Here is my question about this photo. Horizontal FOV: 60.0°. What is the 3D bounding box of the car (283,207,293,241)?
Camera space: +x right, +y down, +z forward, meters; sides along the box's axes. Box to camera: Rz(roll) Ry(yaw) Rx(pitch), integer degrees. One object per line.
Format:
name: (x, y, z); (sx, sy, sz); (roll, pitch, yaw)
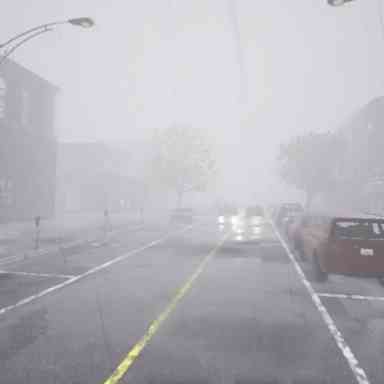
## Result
car: (5.556, 1.712, 15.498); (1.967, 1.590, 4.097); (2, -1, 11)

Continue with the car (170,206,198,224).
car: (-0.572, 1.860, 27.962); (1.947, 1.339, 4.313); (2, 0, 11)

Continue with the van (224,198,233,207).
van: (7.855, 2.249, 71.497); (1.690, 1.788, 3.998); (2, 0, 11)

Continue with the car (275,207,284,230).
car: (6.605, 1.901, 20.940); (2.008, 1.369, 4.403); (2, 0, 11)

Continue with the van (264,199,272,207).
van: (17.136, 2.460, 75.360); (1.690, 1.788, 3.998); (2, 0, 11)

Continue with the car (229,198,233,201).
car: (6.799, 2.272, 66.056); (1.967, 1.590, 4.097); (2, 0, 11)

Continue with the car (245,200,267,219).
car: (6.740, 1.988, 35.559); (1.882, 1.535, 5.008); (1, -1, 12)

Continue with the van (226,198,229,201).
van: (4.697, 2.021, 55.172); (1.690, 1.788, 3.998); (2, 0, 11)

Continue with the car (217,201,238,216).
car: (4.503, 2.118, 40.087); (1.895, 1.301, 4.718); (1, -1, 11)

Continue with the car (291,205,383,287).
car: (4.507, 1.509, 10.058); (2.192, 1.841, 5.009); (2, -1, 11)

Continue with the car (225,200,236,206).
car: (8.901, 2.534, 76.938); (2.008, 1.369, 4.403); (2, 0, 11)

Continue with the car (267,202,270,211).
car: (9.762, 2.150, 37.265); (1.947, 1.339, 4.313); (2, 0, 11)

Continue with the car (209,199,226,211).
car: (3.607, 2.126, 49.563); (1.752, 1.417, 4.829); (2, 0, 11)

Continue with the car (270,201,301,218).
car: (7.665, 1.744, 26.384); (2.192, 1.841, 5.009); (2, 0, 11)

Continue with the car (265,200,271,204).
car: (12.920, 2.365, 53.590); (2.008, 1.369, 4.403); (2, 0, 11)

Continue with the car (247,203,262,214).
car: (8.570, 2.248, 45.321); (1.895, 1.301, 4.718); (1, -1, 11)
